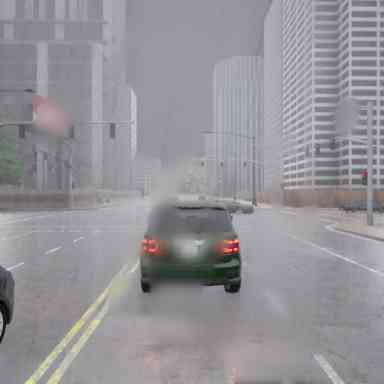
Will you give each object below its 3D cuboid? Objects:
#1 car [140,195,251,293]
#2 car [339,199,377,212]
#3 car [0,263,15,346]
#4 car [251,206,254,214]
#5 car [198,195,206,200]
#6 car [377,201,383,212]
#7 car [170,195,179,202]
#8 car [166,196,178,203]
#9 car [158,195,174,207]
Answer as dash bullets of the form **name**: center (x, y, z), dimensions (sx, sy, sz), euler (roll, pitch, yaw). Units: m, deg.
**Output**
- **car**: center (-0.022, 1.221, 9.003), dimensions (2.150, 2.045, 5.566), euler (0, 0, 0)
- **car**: center (19.460, 1.547, 37.372), dimensions (5.357, 1.411, 2.033), euler (0, 0, -1)
- **car**: center (-3.616, 1.505, 3.180), dimensions (1.837, 1.490, 4.892), euler (0, 0, -1)
- **car**: center (3.558, 1.477, 32.535), dimensions (5.008, 1.535, 1.882), euler (0, 1, 31)
- **car**: center (2.724, 1.500, 90.613), dimensions (1.837, 1.490, 4.892), euler (0, 0, 0)
- **car**: center (22.129, 1.477, 33.907), dimensions (5.008, 1.535, 1.882), euler (0, 0, -1)
- **car**: center (-4.181, 1.500, 79.670), dimensions (1.837, 1.490, 4.892), euler (0, 0, 0)
- **car**: center (-4.091, 1.547, 69.016), dimensions (2.033, 1.411, 5.357), euler (0, 0, 0)
- **car**: center (-4.034, 1.352, 52.260), dimensions (2.097, 1.767, 4.553), euler (0, 0, 0)
